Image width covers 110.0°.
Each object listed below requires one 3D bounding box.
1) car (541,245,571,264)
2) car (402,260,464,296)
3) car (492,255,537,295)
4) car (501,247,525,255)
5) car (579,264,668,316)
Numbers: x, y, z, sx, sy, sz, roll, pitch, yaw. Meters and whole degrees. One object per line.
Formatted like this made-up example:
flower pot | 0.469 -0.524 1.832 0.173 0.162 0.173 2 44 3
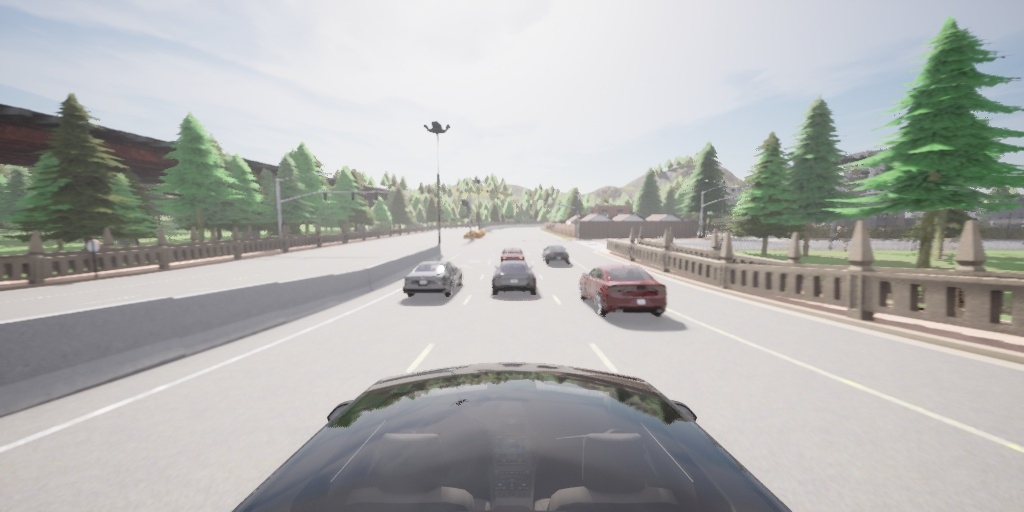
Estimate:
car | 3.538 -0.218 29.344 1.812 1.442 4.674 0 6 0
car | -3.405 0.906 16.249 2.033 1.411 5.357 0 3 0
car | 0.090 0.888 16.801 1.994 1.385 4.181 0 3 0
car | 0.041 -0.050 28.415 1.895 1.301 4.718 0 6 0
car | 3.600 1.018 12.466 1.882 1.535 5.008 0 2 0
